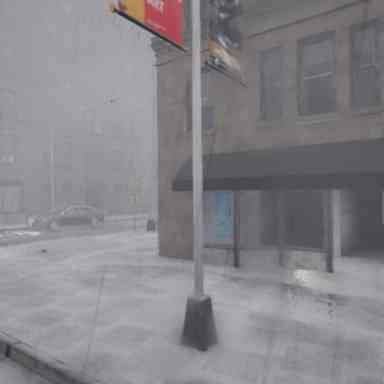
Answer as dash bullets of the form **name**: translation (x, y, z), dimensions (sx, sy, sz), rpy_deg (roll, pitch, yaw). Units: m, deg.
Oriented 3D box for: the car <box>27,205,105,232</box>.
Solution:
- **car**: translation (-7.796, 1.584, 21.031), dimensions (2.128, 1.511, 4.902), rpy_deg (-1, -1, 37)
